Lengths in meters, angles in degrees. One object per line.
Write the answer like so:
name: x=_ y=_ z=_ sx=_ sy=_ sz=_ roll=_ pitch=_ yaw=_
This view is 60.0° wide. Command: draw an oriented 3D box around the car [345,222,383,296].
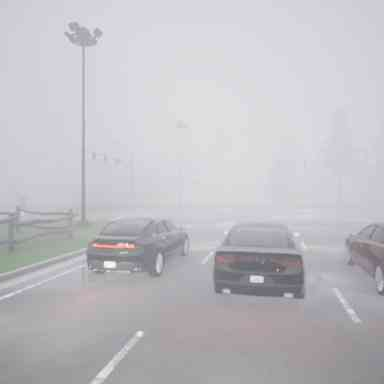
car: x=5.321 y=1.475 z=8.458 sx=1.882 sy=1.535 sz=5.008 roll=0 pitch=0 yaw=13

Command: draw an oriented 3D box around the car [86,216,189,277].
car: x=-1.425 y=1.503 z=10.371 sx=1.837 sy=1.490 sz=4.892 roll=0 pitch=0 yaw=13

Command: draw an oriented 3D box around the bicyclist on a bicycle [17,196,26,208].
bicyclist on a bicycle: x=-22.316 y=1.299 z=44.104 sx=0.582 sy=1.620 sz=1.656 roll=0 pitch=0 yaw=-8

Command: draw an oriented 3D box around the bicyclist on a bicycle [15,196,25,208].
bicyclist on a bicycle: x=-22.757 y=1.299 z=44.043 sx=0.582 sy=1.620 sz=1.656 roll=0 pitch=0 yaw=-8

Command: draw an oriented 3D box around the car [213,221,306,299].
car: x=1.767 y=1.476 z=8.620 sx=1.882 sy=1.535 sz=5.008 roll=0 pitch=0 yaw=13
